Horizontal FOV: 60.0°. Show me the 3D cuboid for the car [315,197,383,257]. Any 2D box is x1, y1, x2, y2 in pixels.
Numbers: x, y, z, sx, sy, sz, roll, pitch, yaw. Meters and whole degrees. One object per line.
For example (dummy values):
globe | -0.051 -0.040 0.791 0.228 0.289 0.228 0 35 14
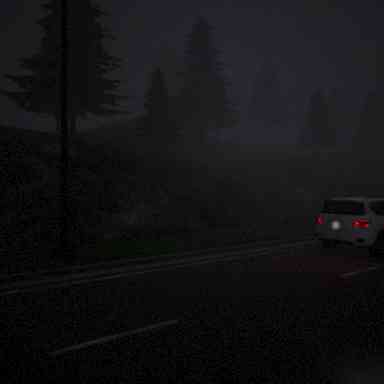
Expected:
car | 7.221 1.221 13.198 5.566 2.045 2.150 0 0 -35
